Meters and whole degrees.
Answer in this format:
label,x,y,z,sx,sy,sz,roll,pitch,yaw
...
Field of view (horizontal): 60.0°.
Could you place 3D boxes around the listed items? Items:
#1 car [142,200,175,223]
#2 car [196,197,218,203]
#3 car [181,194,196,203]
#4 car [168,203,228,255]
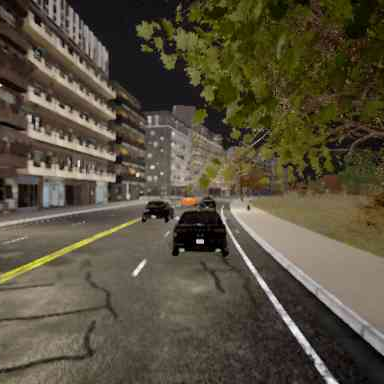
label,x,y,z,sx,sy,sz,roll,pitch,yaw
car,-2.400,1.368,24.341,1.837,1.490,4.892,0,0,3
car,1.818,1.324,37.270,1.837,1.490,4.892,0,0,5
car,-0.279,1.134,48.441,2.097,1.767,4.553,0,0,7
car,0.331,1.406,12.971,1.882,1.535,5.008,0,0,2
